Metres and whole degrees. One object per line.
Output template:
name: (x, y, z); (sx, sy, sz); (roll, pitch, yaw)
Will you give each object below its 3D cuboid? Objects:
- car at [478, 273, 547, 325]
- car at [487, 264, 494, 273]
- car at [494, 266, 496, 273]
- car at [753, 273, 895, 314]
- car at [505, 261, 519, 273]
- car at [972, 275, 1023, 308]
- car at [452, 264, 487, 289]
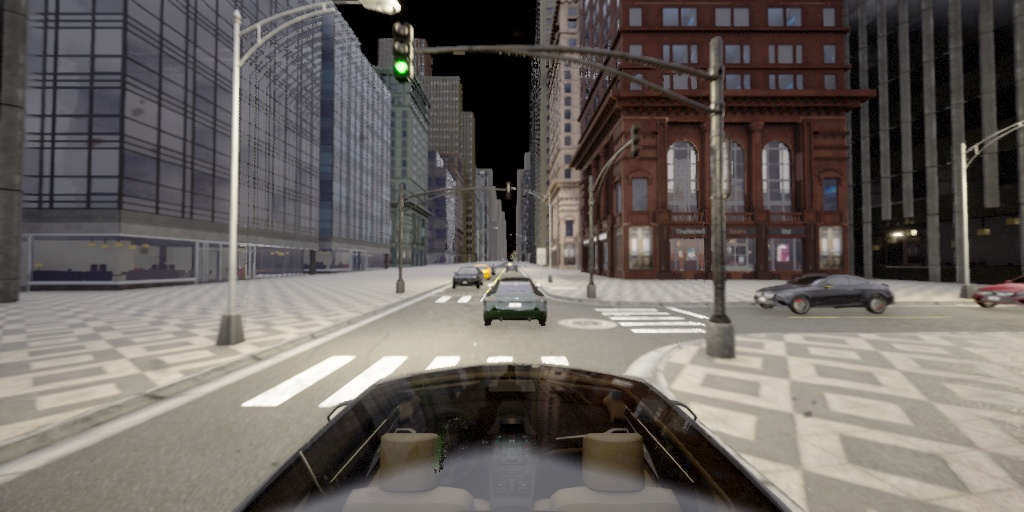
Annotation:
car: (0.092, 1.424, 12.346); (1.994, 1.385, 4.181); (0, -1, 0)
car: (-3.109, 1.606, 36.161); (1.882, 1.535, 5.008); (0, -1, 0)
car: (-3.070, 1.784, 46.831); (2.033, 1.411, 5.357); (0, -1, 1)
car: (11.864, 1.393, 13.760); (4.674, 1.442, 1.812); (0, -1, -2)
car: (-0.025, 1.824, 56.635); (2.128, 1.511, 4.902); (0, -1, 0)
car: (20.801, 1.362, 13.761); (4.674, 1.442, 1.812); (0, -1, 0)
car: (-3.110, 1.500, 26.136); (1.882, 1.535, 5.008); (0, -1, 0)
